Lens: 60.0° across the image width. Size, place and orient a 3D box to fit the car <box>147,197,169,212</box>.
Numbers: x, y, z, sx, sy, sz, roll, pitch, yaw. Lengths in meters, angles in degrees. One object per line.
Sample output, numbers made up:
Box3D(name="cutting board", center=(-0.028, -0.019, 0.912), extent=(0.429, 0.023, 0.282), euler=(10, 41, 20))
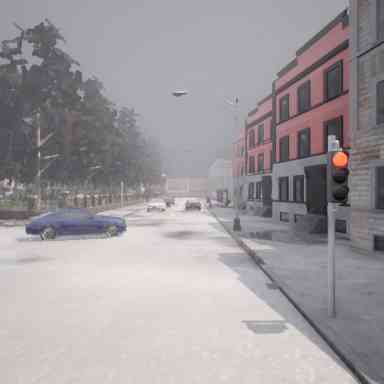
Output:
Box3D(name="car", center=(-4.055, 1.526, 38.931), extent=(1.812, 1.442, 4.674), euler=(0, 0, 0))

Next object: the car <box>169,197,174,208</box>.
Box3D(name="car", center=(-4.056, 1.601, 49.026), extent=(1.895, 1.301, 4.718), euler=(0, 0, 0))

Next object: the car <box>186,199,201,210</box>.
Box3D(name="car", center=(0.144, 1.601, 42.536), extent=(1.895, 1.301, 4.718), euler=(0, 0, 0))

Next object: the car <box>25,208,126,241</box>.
Box3D(name="car", center=(-5.635, 1.525, 16.459), extent=(4.674, 1.442, 1.812), euler=(0, 1, -19))
